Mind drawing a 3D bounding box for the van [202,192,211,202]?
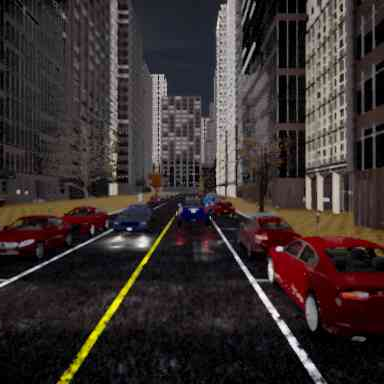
[{"bbox_3d":[2.709,0.970,62.876,1.690,1.788,3.998,1,0,0],"label":"van"}]

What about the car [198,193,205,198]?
[{"bbox_3d":[2.712,0.978,91.253,1.752,1.417,4.829,1,0,0],"label":"car"}]

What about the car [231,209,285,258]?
[{"bbox_3d":[2.699,1.513,12.105,1.802,1.307,4.206,0,0,0],"label":"car"}]

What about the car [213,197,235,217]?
[{"bbox_3d":[2.702,1.377,29.029,1.887,1.381,4.507,0,0,0],"label":"car"}]

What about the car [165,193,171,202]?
[{"bbox_3d":[-5.673,1.180,62.852,2.008,1.369,4.403,1,0,0],"label":"car"}]

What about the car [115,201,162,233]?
[{"bbox_3d":[-3.064,1.438,19.044,2.033,1.411,5.357,0,0,0],"label":"car"}]

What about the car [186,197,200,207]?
[{"bbox_3d":[0.107,1.334,45.817,1.895,1.301,4.718,0,0,0],"label":"car"}]

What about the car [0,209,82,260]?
[{"bbox_3d":[-5.681,1.513,12.068,1.802,1.307,4.206,1,0,0],"label":"car"}]

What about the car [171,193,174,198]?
[{"bbox_3d":[-5.672,1.111,74.138,2.008,1.369,4.403,1,0,0],"label":"car"}]

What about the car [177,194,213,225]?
[{"bbox_3d":[0.098,1.219,22.973,2.097,1.767,4.553,0,0,0],"label":"car"}]

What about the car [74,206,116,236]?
[{"bbox_3d":[-5.680,1.443,17.710,1.887,1.381,4.507,1,0,0],"label":"car"}]

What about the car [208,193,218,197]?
[{"bbox_3d":[2.704,1.239,34.670,1.967,1.590,4.097,0,0,0],"label":"car"}]

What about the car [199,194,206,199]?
[{"bbox_3d":[2.710,1.072,85.442,1.802,1.307,4.206,1,0,0],"label":"car"}]

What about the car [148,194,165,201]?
[{"bbox_3d":[-5.674,1.139,51.567,1.967,1.590,4.097,1,0,0],"label":"car"}]

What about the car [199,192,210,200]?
[{"bbox_3d":[2.712,0.875,74.158,2.192,1.841,5.009,1,0,0],"label":"car"}]

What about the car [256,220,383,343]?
[{"bbox_3d":[2.699,1.508,6.463,1.887,1.381,4.507,0,0,0],"label":"car"}]

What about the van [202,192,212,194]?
[{"bbox_3d":[2.706,1.073,45.951,1.690,1.788,3.998,1,0,0],"label":"van"}]
